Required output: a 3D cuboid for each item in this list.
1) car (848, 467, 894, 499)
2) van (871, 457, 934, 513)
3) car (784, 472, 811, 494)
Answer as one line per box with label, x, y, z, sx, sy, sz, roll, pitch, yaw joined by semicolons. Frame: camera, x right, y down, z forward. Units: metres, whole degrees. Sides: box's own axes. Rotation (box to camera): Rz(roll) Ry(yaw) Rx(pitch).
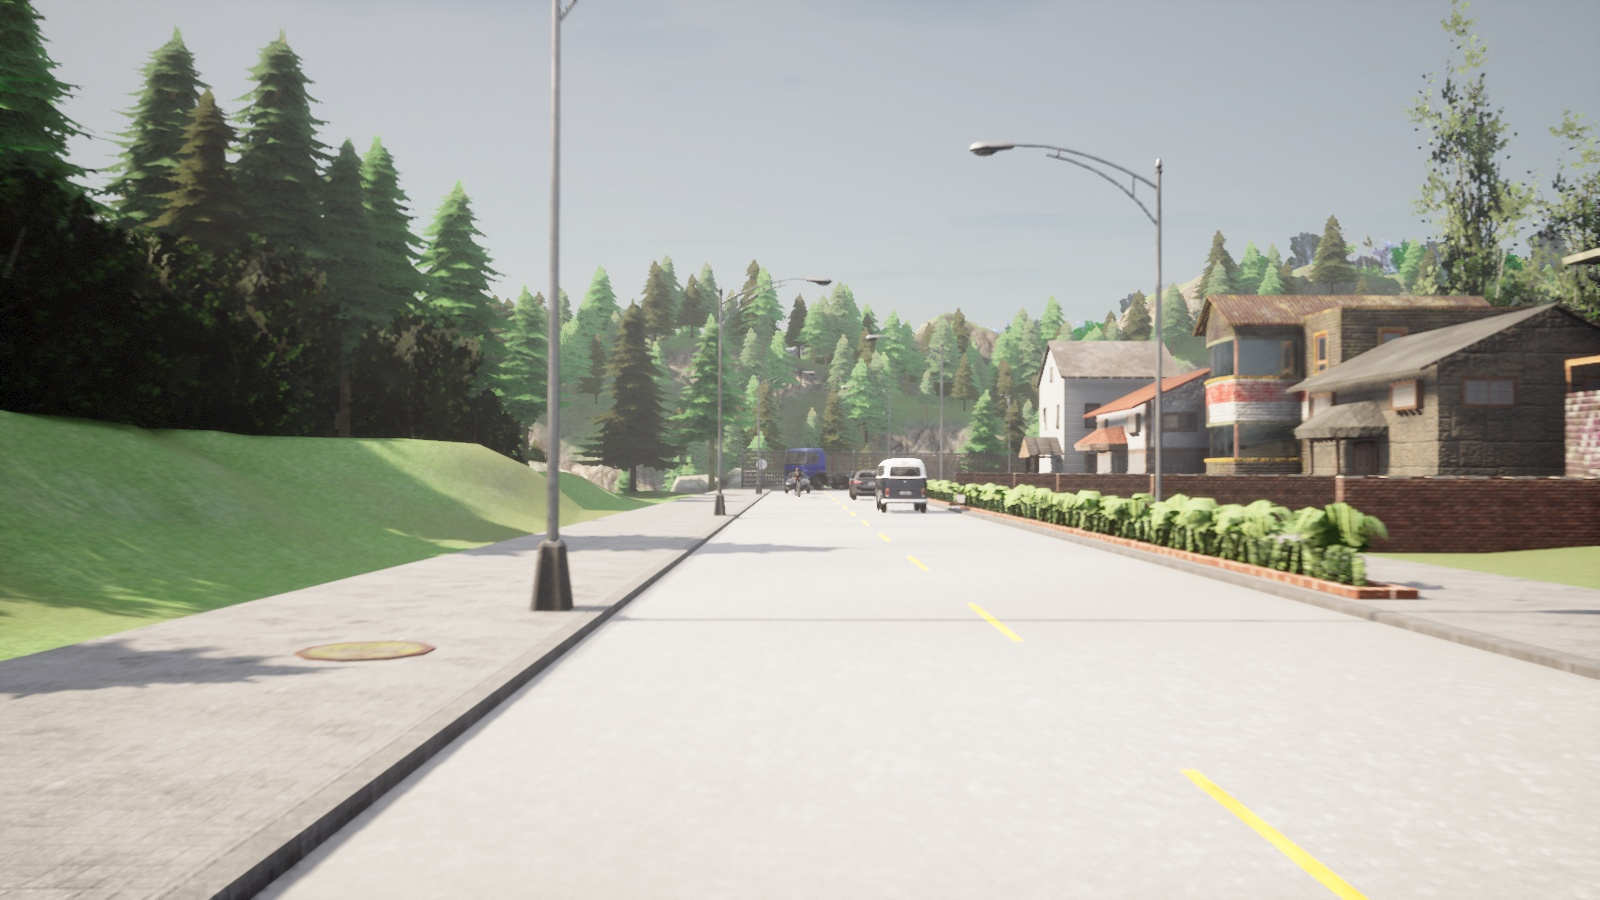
car;3.878;1.803;69.496;2.242;1.667;4.611;0;-1;0
van;3.909;1.336;48.798;2.069;2.038;4.480;0;-1;0
car;-0.155;2.286;87.345;1.816;1.474;4.193;0;-1;0
